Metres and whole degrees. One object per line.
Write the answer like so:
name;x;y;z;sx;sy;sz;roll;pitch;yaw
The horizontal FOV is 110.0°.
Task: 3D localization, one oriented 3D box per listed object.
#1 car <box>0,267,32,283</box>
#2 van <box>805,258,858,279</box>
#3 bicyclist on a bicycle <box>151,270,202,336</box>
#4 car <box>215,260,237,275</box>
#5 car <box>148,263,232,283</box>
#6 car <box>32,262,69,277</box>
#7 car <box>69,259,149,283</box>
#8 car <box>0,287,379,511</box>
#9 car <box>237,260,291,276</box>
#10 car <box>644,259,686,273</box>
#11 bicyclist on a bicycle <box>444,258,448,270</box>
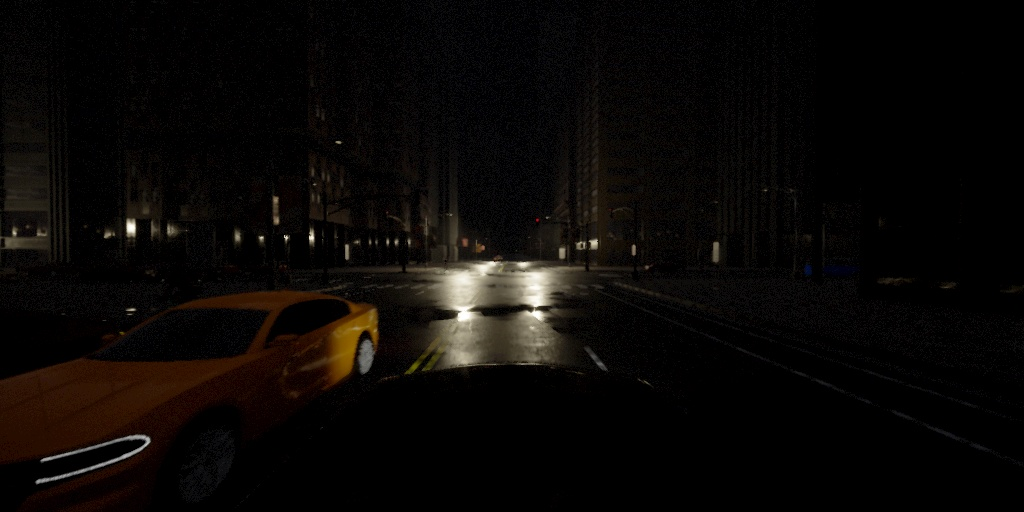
car;-40.843;1.434;27.649;4.829;1.417;1.751;0;0;0
van;27.508;1.069;30.743;3.998;1.789;1.690;0;0;0
bicyclist on a bicycle;-8.753;1.193;9.498;0.582;1.620;1.656;0;0;0
car;-30.165;1.177;36.182;4.097;1.591;1.967;0;0;0
car;-24.735;1.416;27.663;4.313;1.339;1.948;0;0;0
car;-46.440;1.341;36.168;4.507;1.381;1.888;0;0;0
car;-30.161;1.184;27.658;5.009;1.841;2.192;0;0;0
car;-3.346;1.224;4.488;1.882;1.535;5.008;0;0;0
car;-24.740;1.158;36.187;4.097;1.591;1.967;0;0;0
car;16.669;1.048;39.325;4.097;1.591;1.967;0;0;0
bicyclist on a bicycle;-8.763;1.138;47.521;0.582;1.620;1.656;0;0;0
